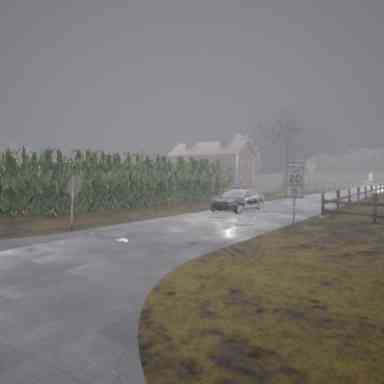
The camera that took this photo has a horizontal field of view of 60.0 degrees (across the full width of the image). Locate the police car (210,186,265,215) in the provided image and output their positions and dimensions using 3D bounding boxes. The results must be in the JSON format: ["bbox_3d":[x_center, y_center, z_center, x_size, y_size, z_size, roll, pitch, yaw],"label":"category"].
[{"bbox_3d":[3.017,0.473,21.733,1.930,1.638,5.238,3,4,35],"label":"police car"}]
